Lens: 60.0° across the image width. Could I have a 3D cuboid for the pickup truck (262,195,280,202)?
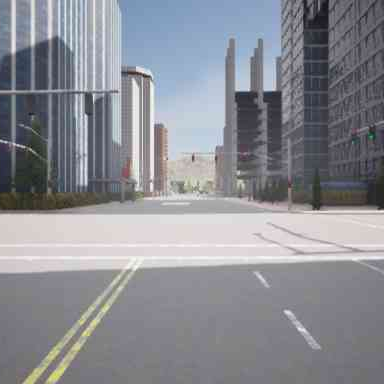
[{"bbox_3d":[16.621,1.026,69.674,2.390,2.098,6.274,0,0,31],"label":"pickup truck"}]
